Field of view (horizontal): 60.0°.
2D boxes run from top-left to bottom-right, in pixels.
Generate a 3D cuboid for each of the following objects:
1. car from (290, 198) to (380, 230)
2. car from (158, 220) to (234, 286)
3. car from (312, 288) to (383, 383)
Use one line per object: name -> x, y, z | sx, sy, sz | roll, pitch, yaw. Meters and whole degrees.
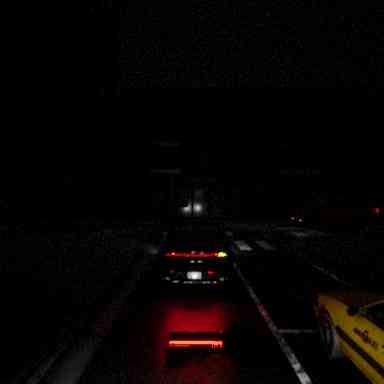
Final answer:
car -> 9.442, 1.390, 22.127 | 5.566, 2.045, 2.150 | 0, -1, 0
car -> 0.147, 1.586, 9.690 | 1.837, 1.490, 4.892 | 0, 0, 2
car -> 2.642, 1.553, 3.197 | 1.752, 1.417, 4.829 | 0, 0, 0
